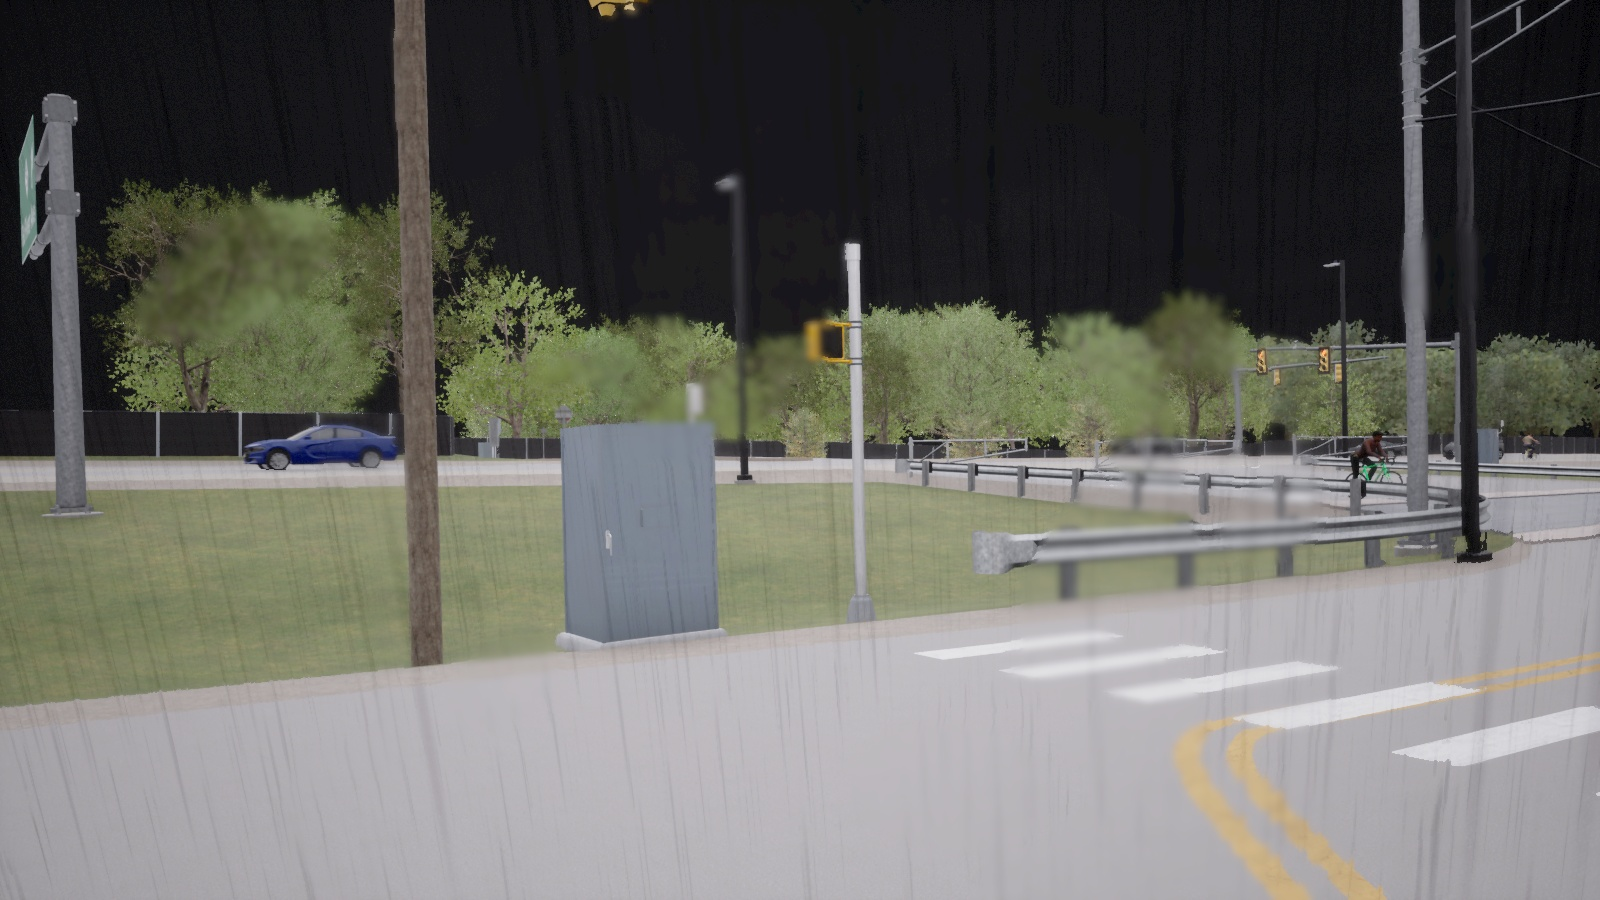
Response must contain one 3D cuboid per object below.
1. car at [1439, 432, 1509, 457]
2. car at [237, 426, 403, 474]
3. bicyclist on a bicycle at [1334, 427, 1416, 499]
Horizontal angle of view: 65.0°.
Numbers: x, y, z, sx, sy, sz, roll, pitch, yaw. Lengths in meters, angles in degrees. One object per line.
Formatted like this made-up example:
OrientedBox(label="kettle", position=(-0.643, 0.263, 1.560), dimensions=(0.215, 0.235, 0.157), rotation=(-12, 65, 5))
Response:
OrientedBox(label="car", position=(42.324, -0.362, 78.793), dimensions=(4.514, 1.525, 2.007), rotation=(0, 0, -34))
OrientedBox(label="car", position=(-16.430, -0.016, 43.055), dimensions=(5.008, 1.535, 1.882), rotation=(-1, 0, -34))
OrientedBox(label="bicyclist on a bicycle", position=(13.444, 0.322, 29.412), dimensions=(0.582, 1.620, 1.656), rotation=(-1, -2, -27))
